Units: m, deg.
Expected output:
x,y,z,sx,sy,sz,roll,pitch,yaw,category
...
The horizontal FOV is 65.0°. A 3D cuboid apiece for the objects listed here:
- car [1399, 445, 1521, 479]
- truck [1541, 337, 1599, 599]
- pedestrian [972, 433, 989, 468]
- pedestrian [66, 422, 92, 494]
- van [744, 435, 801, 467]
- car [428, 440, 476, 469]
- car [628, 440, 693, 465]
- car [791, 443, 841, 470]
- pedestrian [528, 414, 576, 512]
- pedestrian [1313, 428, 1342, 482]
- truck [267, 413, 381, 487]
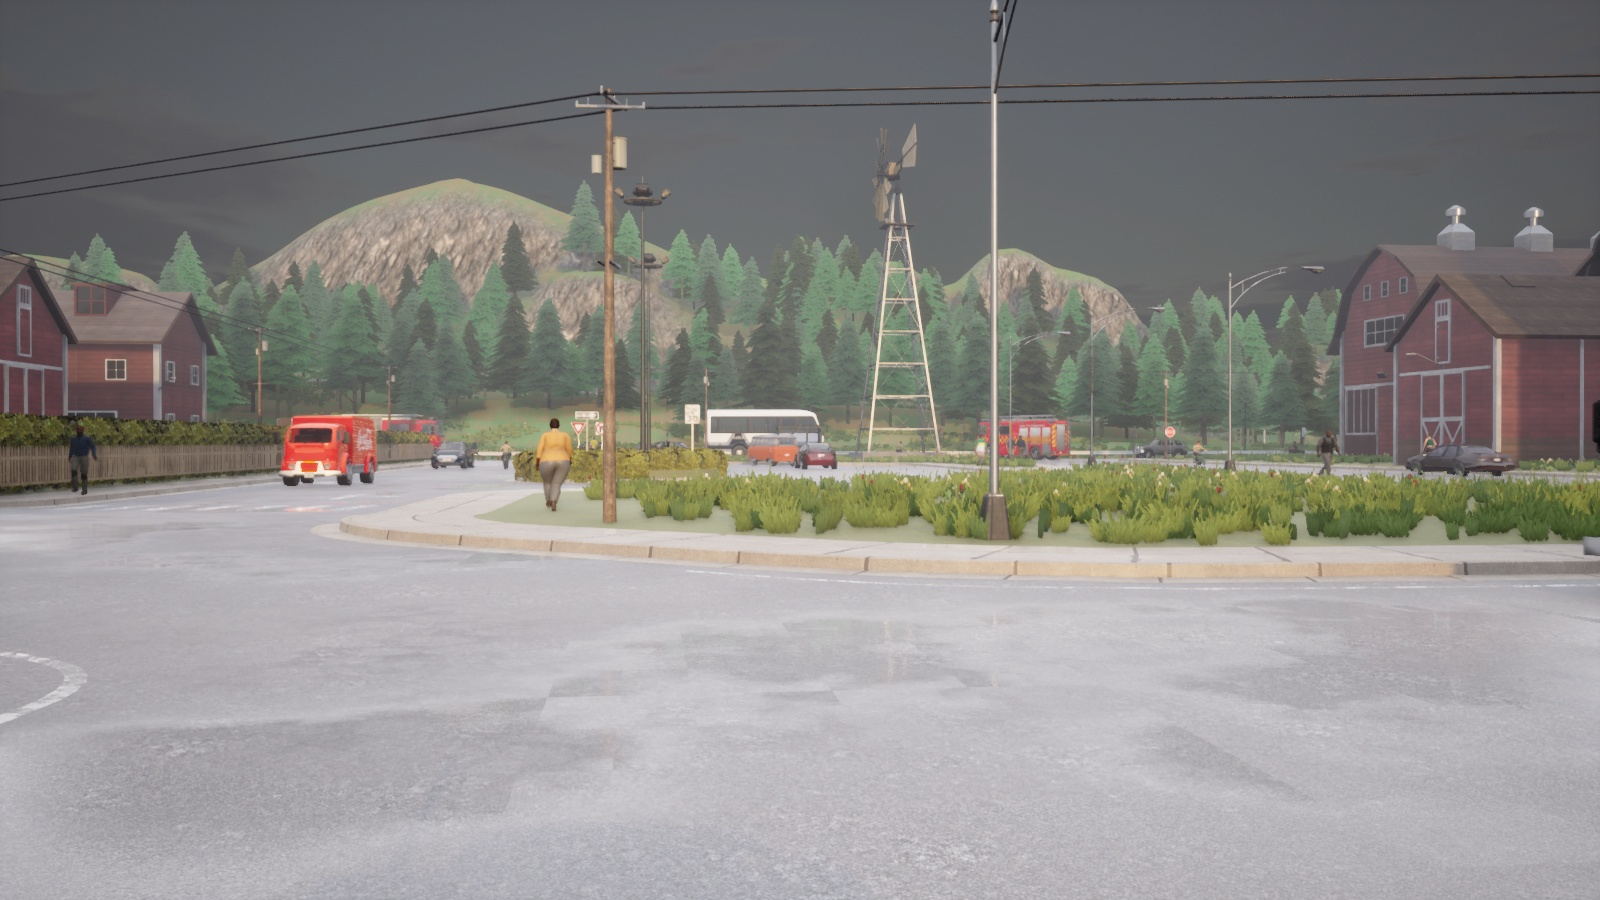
x,y,z,sx,sy,sz,roll,pitch,yaw,category
29.042,0.499,55.501,2.033,1.411,5.357,0,0,-8,car
10.173,0.214,11.563,5.204,2.467,2.627,1,0,-7,truck
10.023,0.011,69.731,0.659,1.952,0.873,0,0,-15,pedestrian
-18.533,0.203,32.292,0.370,1.835,0.726,0,0,-11,pedestrian
-1.806,0.039,80.342,1.775,1.987,4.442,0,0,-28,van
-20.305,0.241,73.473,2.033,1.649,4.856,0,0,-7,car
-9.391,0.155,84.454,3.988,1.617,1.851,0,0,9,car
0.869,0.340,71.276,2.163,1.488,4.792,0,0,-7,car
-4.788,0.237,24.231,0.874,1.855,0.900,0,0,-13,pedestrian
18.558,0.163,44.197,0.563,1.883,0.849,0,0,-8,pedestrian
-16.911,-0.010,44.971,2.627,2.467,5.204,0,0,-7,truck
